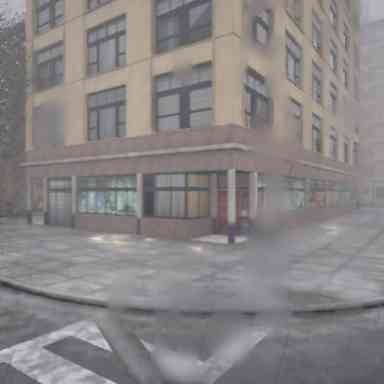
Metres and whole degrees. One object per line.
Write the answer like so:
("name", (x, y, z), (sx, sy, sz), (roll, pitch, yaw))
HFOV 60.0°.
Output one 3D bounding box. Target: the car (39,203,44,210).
("car", (-15.966, 1.507, 39.928), (1.812, 1.442, 4.674), (0, 0, 35))
